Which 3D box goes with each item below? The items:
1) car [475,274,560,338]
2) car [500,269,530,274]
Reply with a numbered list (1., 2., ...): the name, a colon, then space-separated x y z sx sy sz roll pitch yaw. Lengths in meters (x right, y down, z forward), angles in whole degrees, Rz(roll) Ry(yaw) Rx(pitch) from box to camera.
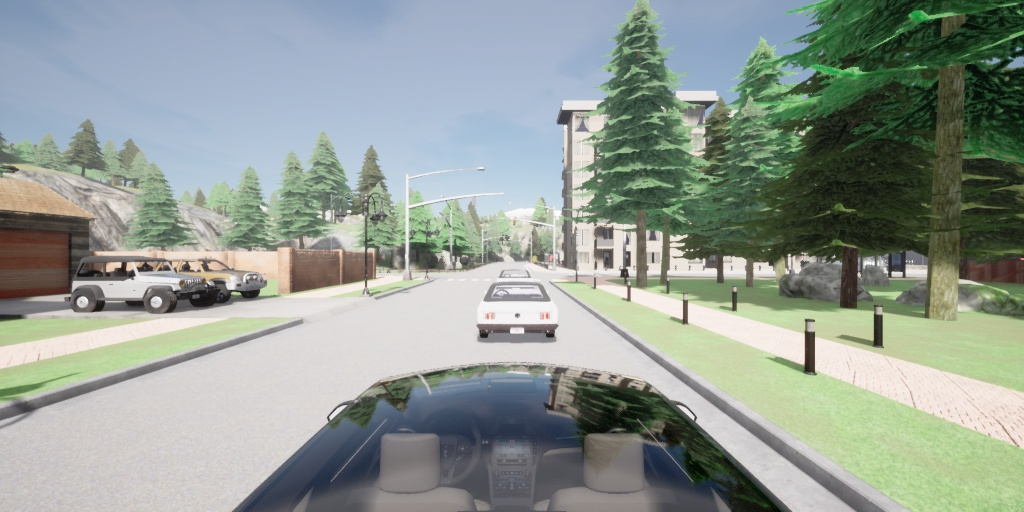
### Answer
1. car: 0.130 1.351 10.126 1.895 1.301 4.718 0 0 0
2. car: 0.159 1.351 19.294 1.895 1.301 4.718 0 0 0
